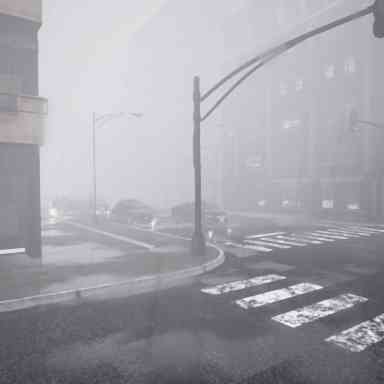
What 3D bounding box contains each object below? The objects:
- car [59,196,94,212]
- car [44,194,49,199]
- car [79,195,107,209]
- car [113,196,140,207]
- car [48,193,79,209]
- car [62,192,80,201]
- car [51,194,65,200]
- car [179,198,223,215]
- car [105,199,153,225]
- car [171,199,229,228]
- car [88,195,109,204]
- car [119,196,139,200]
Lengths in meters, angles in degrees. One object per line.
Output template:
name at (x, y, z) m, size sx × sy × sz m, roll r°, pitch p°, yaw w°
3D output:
car at (-12.666, 1.449, 36.379) m, size 2.008 × 1.369 × 4.403 m, roll -1°, pitch 1°, yaw -35°
car at (-34.979, 1.076, 83.342) m, size 1.752 × 1.417 × 4.829 m, roll -1°, pitch 1°, yaw -35°
car at (-11.478, 1.397, 39.221) m, size 2.033 × 1.411 × 5.357 m, roll -1°, pitch 1°, yaw -35°
car at (-9.109, 1.266, 45.961) m, size 1.752 × 1.417 × 4.829 m, roll -1°, pitch 1°, yaw -35°
car at (-15.901, 1.313, 41.051) m, size 1.967 × 1.590 × 4.097 m, roll -1°, pitch 1°, yaw -35°
car at (-25.183, 0.936, 69.183) m, size 2.192 × 1.841 × 5.009 m, roll -1°, pitch 1°, yaw -35°
car at (-31.649, 1.125, 78.530) m, size 2.008 × 1.369 × 4.403 m, roll -1°, pitch 1°, yaw -35°
car at (0.773, 1.360, 31.866) m, size 1.887 × 1.381 × 4.507 m, roll -1°, pitch 1°, yaw -35°
car at (-4.401, 1.509, 24.210) m, size 1.887 × 1.381 × 4.507 m, roll -1°, pitch 1°, yaw -35°
car at (0.408, 1.434, 22.031) m, size 2.128 × 1.511 × 4.902 m, roll -1°, pitch 1°, yaw -35°
car at (-15.576, 1.217, 55.306) m, size 1.752 × 1.417 × 4.829 m, roll -1°, pitch 1°, yaw -35°
car at (-5.477, 1.374, 30.537) m, size 1.882 × 1.535 × 5.008 m, roll -1°, pitch 1°, yaw -35°
